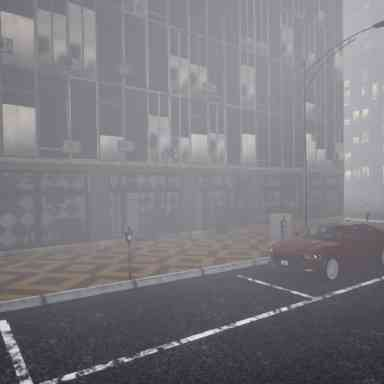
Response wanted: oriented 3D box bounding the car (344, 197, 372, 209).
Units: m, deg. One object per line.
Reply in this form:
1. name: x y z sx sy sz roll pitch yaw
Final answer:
1. car: 18.697 1.275 39.608 1.752 1.417 4.829 -1 1 -35

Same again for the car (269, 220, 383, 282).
1. car: 4.164 1.542 9.725 4.507 1.381 1.887 0 -1 -36
